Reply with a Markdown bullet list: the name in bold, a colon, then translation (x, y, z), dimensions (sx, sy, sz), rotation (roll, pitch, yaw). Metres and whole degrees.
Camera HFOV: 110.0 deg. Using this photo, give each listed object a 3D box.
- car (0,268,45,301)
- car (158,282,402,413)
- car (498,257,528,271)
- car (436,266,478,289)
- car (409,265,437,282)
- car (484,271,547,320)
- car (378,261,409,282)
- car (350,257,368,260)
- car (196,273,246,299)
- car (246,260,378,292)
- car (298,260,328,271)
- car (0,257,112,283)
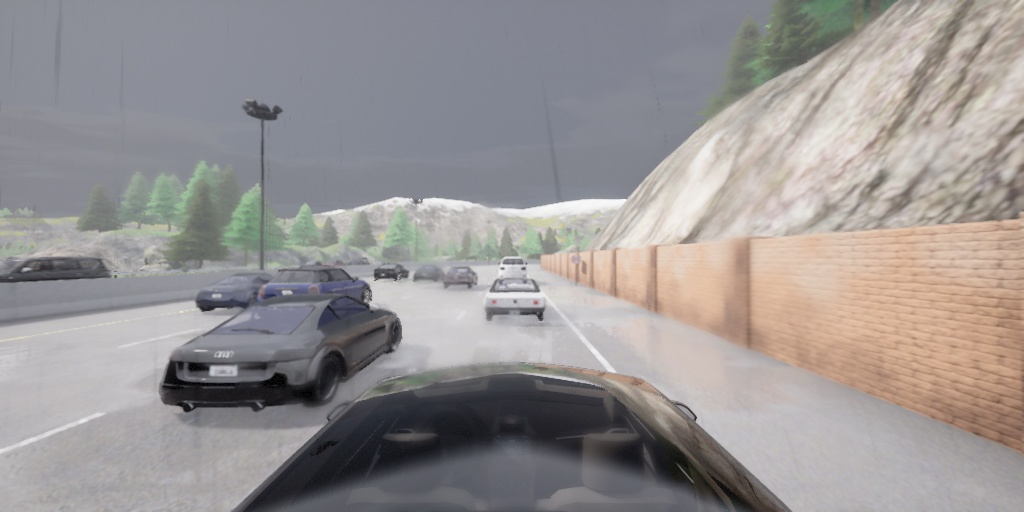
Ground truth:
- **car**: translation (-24.603, 1.325, 15.636), dimensions (2.128, 1.511, 4.902), rotation (0, 0, 0)
- **car**: translation (-3.408, 1.337, 6.251), dimensions (1.994, 1.385, 4.181), rotation (0, 0, 0)
- **car**: translation (0.091, 1.095, 28.917), dimensions (2.150, 2.045, 5.566), rotation (0, 0, 0)
- **car**: translation (-3.409, 1.404, 24.396), dimensions (2.033, 1.411, 5.357), rotation (0, 0, 0)
- **car**: translation (-6.911, 1.450, 30.430), dimensions (1.994, 1.385, 4.181), rotation (0, 0, 0)
- **car**: translation (0.096, 1.401, 12.823), dimensions (1.895, 1.301, 4.718), rotation (0, 0, 0)
- **car**: translation (-10.412, 1.371, 31.396), dimensions (1.882, 1.535, 5.008), rotation (0, 0, 0)
- **car**: translation (-24.557, 1.243, 56.892), dimensions (2.150, 2.045, 5.566), rotation (0, 0, 1)
- **car**: translation (-10.404, 1.381, 14.652), dimensions (1.994, 1.385, 4.181), rotation (0, 0, 0)
- **car**: translation (-6.904, 1.160, 13.118), dimensions (2.097, 1.767, 4.553), rotation (0, 0, 0)
- **car**: translation (-31.531, 1.505, 56.944), dimensions (1.882, 1.535, 5.008), rotation (0, 0, 0)
- **car**: translation (-21.103, 1.051, 15.605), dimensions (2.150, 2.045, 5.566), rotation (0, 0, 0)
